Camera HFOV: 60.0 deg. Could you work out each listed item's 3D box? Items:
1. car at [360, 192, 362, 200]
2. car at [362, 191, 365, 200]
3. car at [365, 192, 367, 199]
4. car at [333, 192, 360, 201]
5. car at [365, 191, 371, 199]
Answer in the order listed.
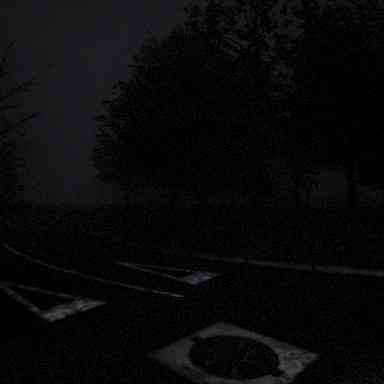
[{"bbox_3d":[34.268,1.289,73.724,5.008,1.535,2.097,1,1,34],"label":"car"},{"bbox_3d":[37.387,1.120,78.269,4.553,1.767,2.185,1,1,34],"label":"car"},{"bbox_3d":[38.902,1.222,80.580,4.892,1.521,2.231,1,1,34],"label":"car"},{"bbox_3d":[32.751,1.181,71.413,4.553,1.767,2.185,1,1,34],"label":"car"},{"bbox_3d":[41.974,0.912,85.155,5.566,2.045,2.435,1,1,34],"label":"car"}]
